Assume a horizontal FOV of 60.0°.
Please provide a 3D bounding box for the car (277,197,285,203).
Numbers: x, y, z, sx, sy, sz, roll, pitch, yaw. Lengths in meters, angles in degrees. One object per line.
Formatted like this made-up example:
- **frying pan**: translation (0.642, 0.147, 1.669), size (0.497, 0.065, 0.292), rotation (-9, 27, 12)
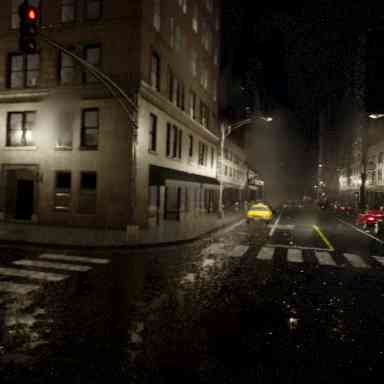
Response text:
- **car**: translation (23.130, 2.049, 85.948), size (1.802, 1.307, 4.206), rotation (2, 0, 17)

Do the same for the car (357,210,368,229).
- **car**: translation (13.003, 1.944, 23.762), size (1.802, 1.307, 4.206), rotation (2, 0, 17)

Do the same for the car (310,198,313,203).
- **car**: translation (27.630, 2.202, 72.938), size (1.752, 1.417, 4.829), rotation (2, 0, 17)

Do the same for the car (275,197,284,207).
- **car**: translation (11.795, 1.779, 47.830), size (2.008, 1.369, 4.403), rotation (2, 0, 17)

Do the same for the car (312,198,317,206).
- **car**: translation (25.961, 2.207, 67.329), size (1.947, 1.339, 4.313), rotation (2, 0, 17)

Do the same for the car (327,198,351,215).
- **car**: translation (17.867, 1.907, 40.099), size (1.967, 1.590, 4.097), rotation (2, 0, 17)

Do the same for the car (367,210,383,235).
- **car**: translation (11.385, 1.877, 18.316), size (2.008, 1.369, 4.403), rotation (2, 0, 17)

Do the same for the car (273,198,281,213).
- **car**: translation (8.555, 1.724, 36.939), size (1.947, 1.339, 4.313), rotation (2, 0, 17)

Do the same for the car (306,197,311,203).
- **car**: translation (32.441, 2.316, 89.113), size (1.887, 1.381, 4.507), rotation (2, 0, 17)

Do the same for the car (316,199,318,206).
- **car**: translation (22.722, 2.137, 56.437), size (1.947, 1.339, 4.313), rotation (2, 0, 17)

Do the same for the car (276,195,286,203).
- **car**: translation (15.037, 1.738, 58.720), size (1.967, 1.590, 4.097), rotation (2, 0, 17)

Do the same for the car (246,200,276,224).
- **car**: translation (5.269, 1.612, 25.885), size (1.752, 1.417, 4.829), rotation (2, 0, 17)

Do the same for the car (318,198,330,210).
- **car**: translation (21.110, 1.852, 50.990), size (2.192, 1.841, 5.009), rotation (2, 0, 17)

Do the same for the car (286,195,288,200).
- **car**: translation (18.280, 1.682, 69.610), size (2.192, 1.841, 5.009), rotation (2, 0, 17)
